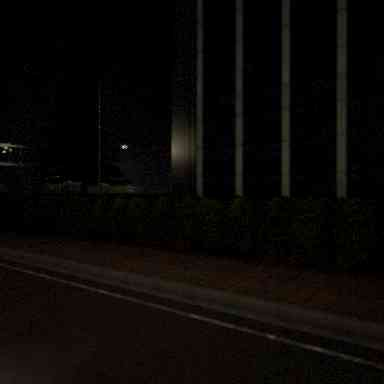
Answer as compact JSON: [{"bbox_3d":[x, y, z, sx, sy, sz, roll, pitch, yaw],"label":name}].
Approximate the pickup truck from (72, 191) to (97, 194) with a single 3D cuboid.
[{"bbox_3d":[-20.503,0.938,65.361,6.274,2.098,2.390,0,0,-24],"label":"pickup truck"}]
